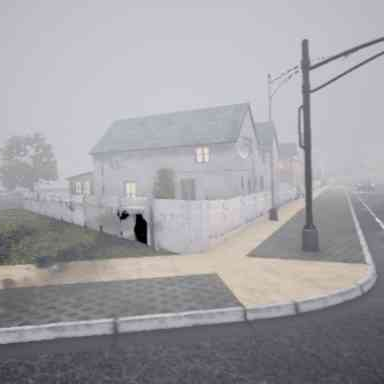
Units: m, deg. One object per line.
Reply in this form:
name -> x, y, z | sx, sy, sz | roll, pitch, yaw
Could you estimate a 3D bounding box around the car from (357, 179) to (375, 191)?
car -> 25.056, -1.100, 48.016 | 2.097, 1.767, 4.553 | -1, 2, 24
